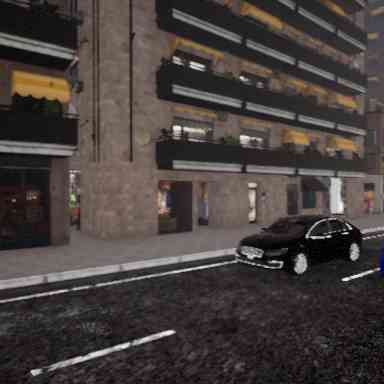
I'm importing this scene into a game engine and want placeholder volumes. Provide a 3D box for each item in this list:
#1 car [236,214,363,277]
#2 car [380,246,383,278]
[{"bbox_3d":[3.494,1.499,10.391,4.892,1.490,1.837,0,0,-37],"label":"car"},{"bbox_3d":[6.868,1.486,8.882,5.008,1.535,1.882,0,0,-38],"label":"car"}]
